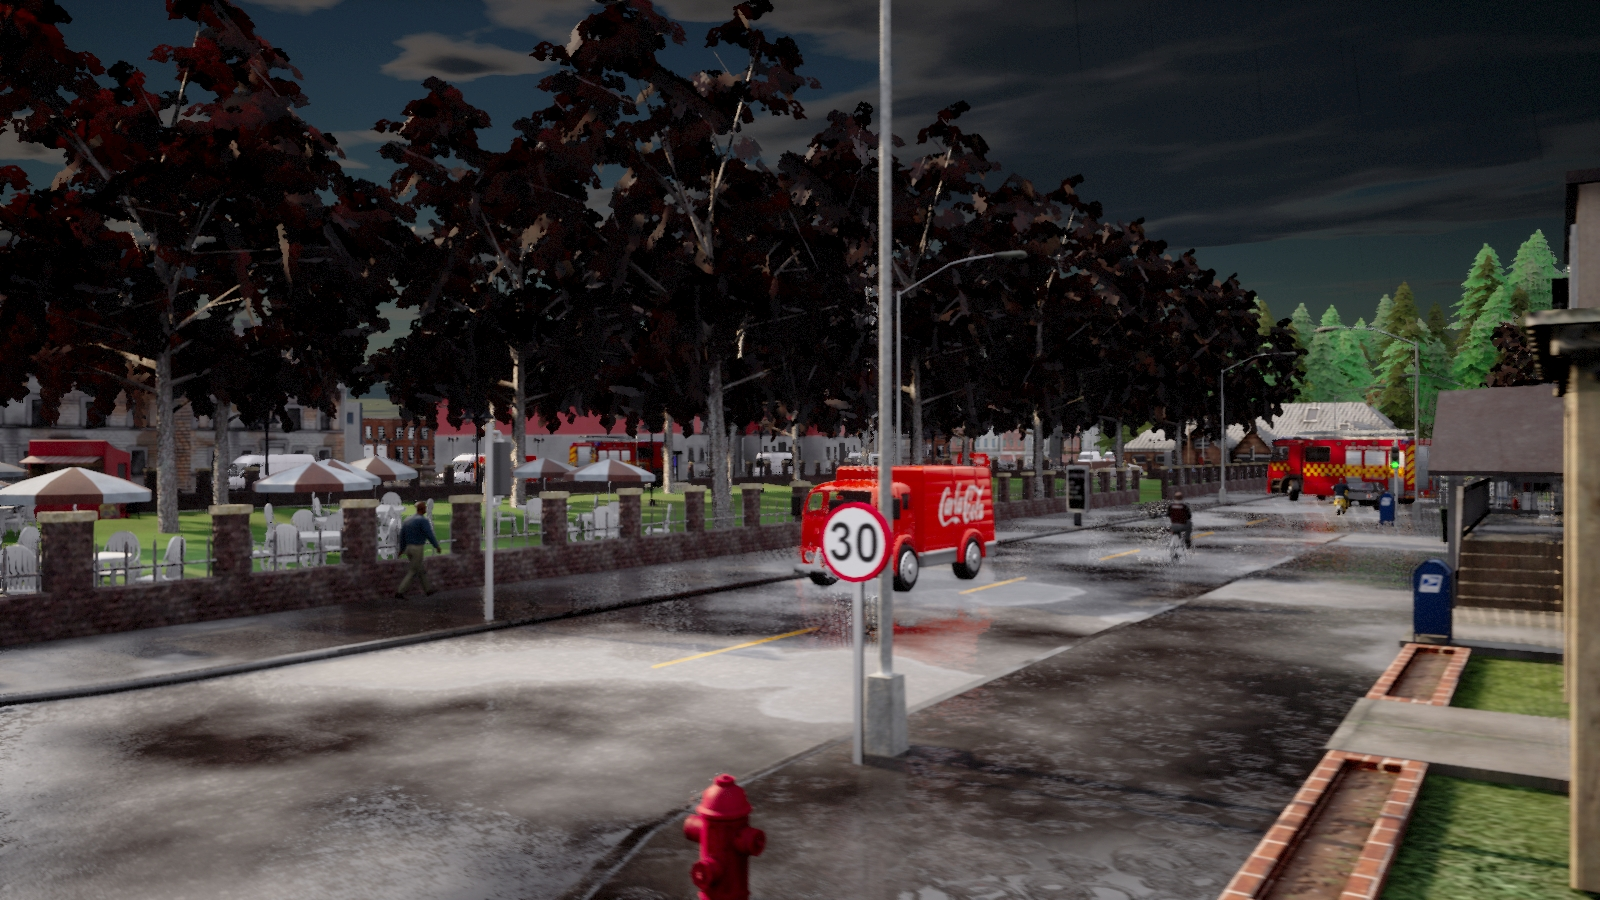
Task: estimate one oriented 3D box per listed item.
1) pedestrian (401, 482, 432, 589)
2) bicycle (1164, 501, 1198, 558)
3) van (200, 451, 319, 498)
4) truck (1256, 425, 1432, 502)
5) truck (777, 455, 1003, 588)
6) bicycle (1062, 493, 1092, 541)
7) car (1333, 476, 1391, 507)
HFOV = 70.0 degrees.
[{"bbox_3d":[-6.844,1.515,20.397,0.375,1.860,0.375,0,0,30],"label":"pedestrian"},{"bbox_3d":[9.429,1.940,28.243,0.329,1.271,1.835,0,0,34],"label":"bicycle"},{"bbox_3d":[-30.432,1.313,64.520,1.988,2.561,5.915,0,0,33],"label":"van"},{"bbox_3d":[29.132,0.671,61.667,2.891,3.827,8.468,0,0,-29],"label":"truck"},{"bbox_3d":[2.057,1.348,24.322,2.627,2.467,5.204,0,0,33],"label":"truck"},{"bbox_3d":[8.070,1.936,33.242,0.373,1.296,1.643,0,0,31],"label":"bicycle"},{"bbox_3d":[26.748,1.935,54.325,1.895,1.301,4.718,0,0,33],"label":"car"}]
